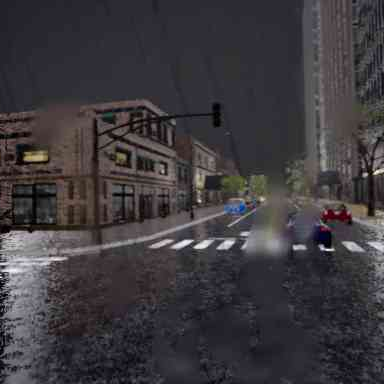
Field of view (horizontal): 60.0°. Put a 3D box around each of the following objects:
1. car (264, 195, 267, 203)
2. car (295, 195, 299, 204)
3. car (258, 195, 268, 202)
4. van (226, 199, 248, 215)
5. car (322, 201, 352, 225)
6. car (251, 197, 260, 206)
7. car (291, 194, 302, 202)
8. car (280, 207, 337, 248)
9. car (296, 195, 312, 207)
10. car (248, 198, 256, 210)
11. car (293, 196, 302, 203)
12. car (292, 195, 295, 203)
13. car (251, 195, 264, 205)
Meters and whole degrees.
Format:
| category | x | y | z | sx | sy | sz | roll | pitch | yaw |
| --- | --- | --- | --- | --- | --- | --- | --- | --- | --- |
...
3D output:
| category | x | y | z | sx | sy | sz | roll | pitch | yaw |
| --- | --- | --- | --- | --- | --- | --- | --- | --- | --- |
| car | 17.760 | 1.977 | 84.584 | 1.752 | 1.417 | 4.829 | -1 | 0 | 15 |
| car | 18.741 | 1.645 | 56.003 | 1.752 | 1.417 | 4.829 | -1 | 0 | 15 |
| car | 19.242 | 1.787 | 90.093 | 2.192 | 1.841 | 5.009 | -1 | 0 | 15 |
| van | 4.852 | 1.610 | 36.652 | 1.690 | 1.788 | 3.998 | -1 | 0 | 15 |
| car | 10.061 | 1.437 | 23.772 | 1.967 | 1.590 | 4.097 | -1 | 0 | 15 |
| car | 9.172 | 1.896 | 52.683 | 1.947 | 1.339 | 4.313 | -1 | 0 | 15 |
| car | 25.889 | 1.536 | 82.563 | 2.192 | 1.841 | 5.009 | -1 | 0 | 15 |
| car | 4.981 | 1.596 | 14.905 | 1.994 | 1.385 | 4.181 | -2 | -1 | 15 |
| car | 17.302 | 1.624 | 50.659 | 1.752 | 1.417 | 4.829 | -1 | 0 | 15 |
| car | 7.733 | 1.892 | 47.339 | 1.802 | 1.307 | 4.206 | -1 | 0 | 15 |
| car | 24.496 | 1.726 | 77.380 | 1.752 | 1.417 | 4.829 | -1 | 0 | 15 |
| car | 21.575 | 1.704 | 66.527 | 1.887 | 1.381 | 4.507 | -1 | 0 | 15 |
| car | 12.047 | 1.686 | 63.372 | 2.192 | 1.841 | 5.009 | -1 | 0 | 15 |
